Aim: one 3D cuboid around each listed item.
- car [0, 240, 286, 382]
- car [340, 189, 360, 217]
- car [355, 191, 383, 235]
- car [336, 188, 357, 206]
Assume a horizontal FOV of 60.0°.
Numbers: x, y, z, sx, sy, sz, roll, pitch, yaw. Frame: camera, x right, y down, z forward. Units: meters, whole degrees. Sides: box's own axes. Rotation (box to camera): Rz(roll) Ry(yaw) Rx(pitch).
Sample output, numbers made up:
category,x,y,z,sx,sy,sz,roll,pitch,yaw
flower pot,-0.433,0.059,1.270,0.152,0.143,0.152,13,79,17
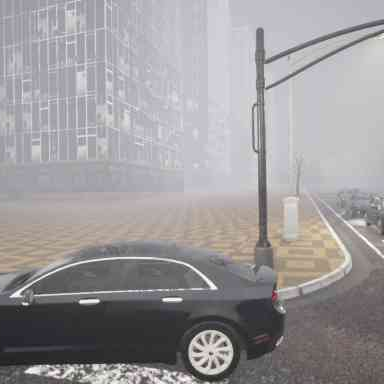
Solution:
category,x,y,z,sx,sy,sz,roll,pitch,yaw
car,-1.173,1.505,4.800,4.892,1.490,1.837,0,0,0
car,10.849,0.759,20.819,1.994,1.385,4.181,-1,2,17
car,8.846,0.928,14.510,2.128,1.511,4.902,-1,2,18
car,12.799,0.454,26.897,2.128,1.511,4.902,-1,2,18
